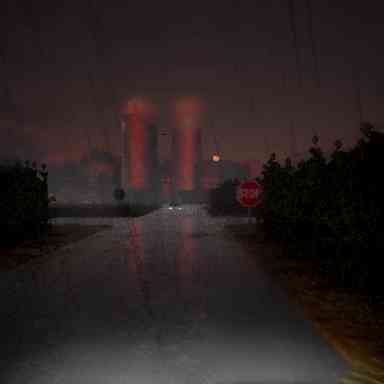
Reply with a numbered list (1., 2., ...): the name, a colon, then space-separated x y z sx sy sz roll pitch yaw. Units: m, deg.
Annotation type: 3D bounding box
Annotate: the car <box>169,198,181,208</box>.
1. car: -3.100 1.885 61.352 2.097 1.767 4.553 0 -1 0
